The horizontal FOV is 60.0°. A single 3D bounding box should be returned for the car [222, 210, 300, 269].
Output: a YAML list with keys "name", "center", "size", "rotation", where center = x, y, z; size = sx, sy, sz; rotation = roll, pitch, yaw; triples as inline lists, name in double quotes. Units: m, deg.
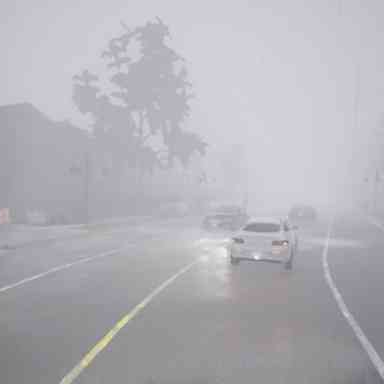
- name: "car"
  center: [2.561, 1.559, 11.354]
  size: [1.812, 1.442, 4.674]
  rotation: [0, 0, 19]

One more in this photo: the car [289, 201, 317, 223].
- name: "car"
  center: [9.093, 1.702, 27.186]
  size: [1.994, 1.385, 4.181]
  rotation: [1, 0, 23]

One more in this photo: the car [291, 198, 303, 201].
- name: "car"
  center: [18.251, 1.824, 57.753]
  size: [1.812, 1.442, 4.674]
  rotation: [1, 0, 24]

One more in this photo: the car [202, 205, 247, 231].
- name: "car"
  center: [2.184, 1.543, 20.516]
  size: [2.128, 1.511, 4.902]
  rotation: [1, 0, 23]
